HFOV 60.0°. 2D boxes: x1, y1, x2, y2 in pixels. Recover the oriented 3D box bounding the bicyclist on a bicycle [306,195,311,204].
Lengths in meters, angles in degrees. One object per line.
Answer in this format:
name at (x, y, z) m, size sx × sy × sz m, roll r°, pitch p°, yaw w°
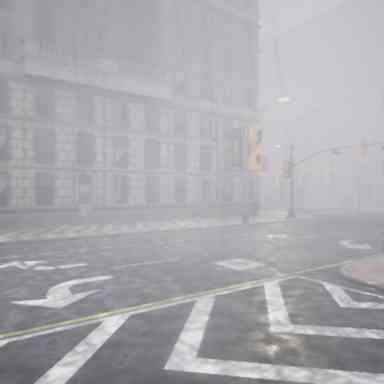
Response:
bicyclist on a bicycle at (20.914, 1.323, 59.673) m, size 1.656 × 1.620 × 0.582 m, roll 0°, pitch 0°, yaw -35°
